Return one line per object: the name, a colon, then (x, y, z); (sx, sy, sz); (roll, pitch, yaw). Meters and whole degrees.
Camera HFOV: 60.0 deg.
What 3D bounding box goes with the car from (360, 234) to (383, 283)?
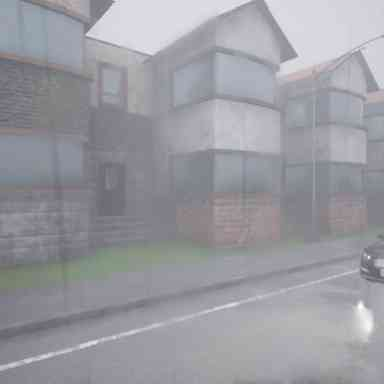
car: (6.260, 1.529, 8.676); (4.902, 1.511, 2.128); (0, 0, -37)
